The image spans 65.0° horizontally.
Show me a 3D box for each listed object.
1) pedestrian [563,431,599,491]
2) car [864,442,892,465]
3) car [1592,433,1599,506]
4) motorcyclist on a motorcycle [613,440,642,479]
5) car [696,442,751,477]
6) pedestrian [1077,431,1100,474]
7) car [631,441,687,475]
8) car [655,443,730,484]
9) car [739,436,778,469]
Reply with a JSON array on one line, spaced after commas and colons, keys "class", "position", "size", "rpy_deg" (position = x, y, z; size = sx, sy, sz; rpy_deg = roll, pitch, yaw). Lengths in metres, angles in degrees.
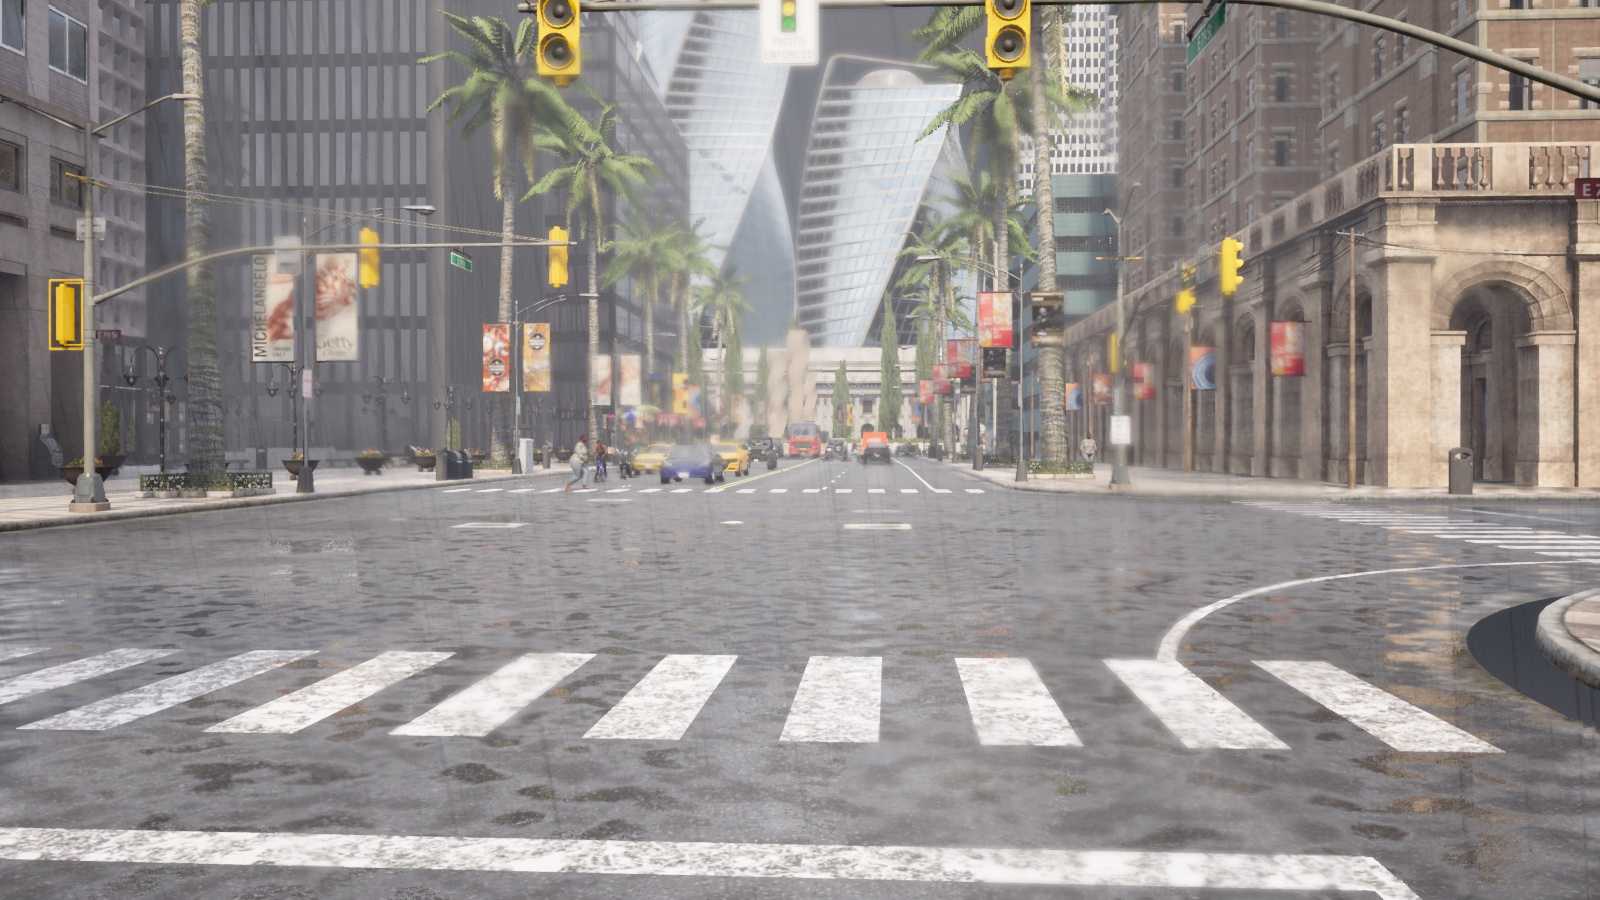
[{"class": "pedestrian", "position": [-6.794, 0.327, 39.009], "size": [0.900, 1.855, 0.874], "rpy_deg": [0, 0, 5]}, {"class": "car", "position": [5.422, 0.231, 88.049], "size": [1.882, 1.535, 5.008], "rpy_deg": [0, 0, 3]}, {"class": "car", "position": [20.418, 0.451, 27.582], "size": [4.611, 1.667, 2.242], "rpy_deg": [0, 0, 3]}, {"class": "motorcyclist on a motorcycle", "position": [-7.234, 0.396, 52.741], "size": [0.866, 1.590, 1.817], "rpy_deg": [0, 0, 4]}, {"class": "car", "position": [-3.441, 0.398, 57.258], "size": [1.882, 1.535, 5.008], "rpy_deg": [0, 0, 4]}, {"class": "pedestrian", "position": [12.473, 0.107, 54.293], "size": [0.874, 1.855, 0.900], "rpy_deg": [0, 0, 5]}, {"class": "car", "position": [-6.738, 0.338, 60.588], "size": [1.801, 1.575, 5.366], "rpy_deg": [0, 0, 4]}, {"class": "car", "position": [-4.036, 0.473, 47.851], "size": [2.163, 1.488, 4.792], "rpy_deg": [0, 0, 4]}, {"class": "car", "position": [-2.400, 0.126, 73.371], "size": [1.905, 1.878, 3.866], "rpy_deg": [0, 0, 4]}]
